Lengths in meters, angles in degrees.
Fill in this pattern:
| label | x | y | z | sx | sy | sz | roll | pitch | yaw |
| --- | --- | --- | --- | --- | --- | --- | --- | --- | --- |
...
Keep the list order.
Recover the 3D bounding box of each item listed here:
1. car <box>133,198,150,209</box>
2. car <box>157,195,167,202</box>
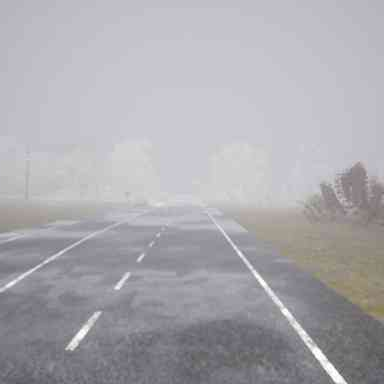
| label | x | y | z | sx | sy | sz | roll | pitch | yaw |
| --- | --- | --- | --- | --- | --- | --- | --- | --- | --- |
| car | -7.017 | 1.581 | 46.817 | 2.033 | 1.411 | 5.357 | 0 | 0 | 0 |
| car | -7.040 | 1.423 | 79.124 | 2.097 | 1.767 | 4.553 | 0 | 0 | 0 |
